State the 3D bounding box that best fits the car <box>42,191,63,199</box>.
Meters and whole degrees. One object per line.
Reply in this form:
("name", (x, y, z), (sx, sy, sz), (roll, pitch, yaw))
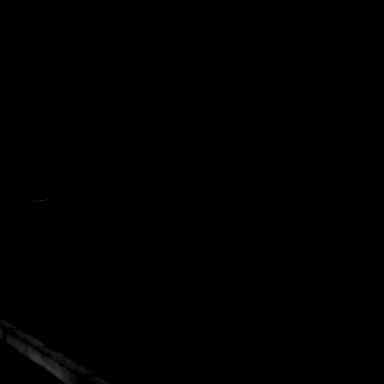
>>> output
("car", (-27.822, 0.499, 66.425), (1.895, 1.301, 4.718), (-5, 3, 6))
